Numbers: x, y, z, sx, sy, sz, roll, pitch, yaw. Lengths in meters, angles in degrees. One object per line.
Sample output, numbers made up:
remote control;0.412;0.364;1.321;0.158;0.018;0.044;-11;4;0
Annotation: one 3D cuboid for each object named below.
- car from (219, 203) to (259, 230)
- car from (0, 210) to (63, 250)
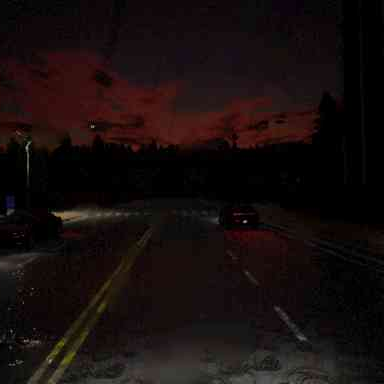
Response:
car;2.777;1.408;20.430;2.128;1.511;4.902;-1;0;-2
car;-7.614;1.648;15.391;1.882;1.535;5.008;-1;0;-2
